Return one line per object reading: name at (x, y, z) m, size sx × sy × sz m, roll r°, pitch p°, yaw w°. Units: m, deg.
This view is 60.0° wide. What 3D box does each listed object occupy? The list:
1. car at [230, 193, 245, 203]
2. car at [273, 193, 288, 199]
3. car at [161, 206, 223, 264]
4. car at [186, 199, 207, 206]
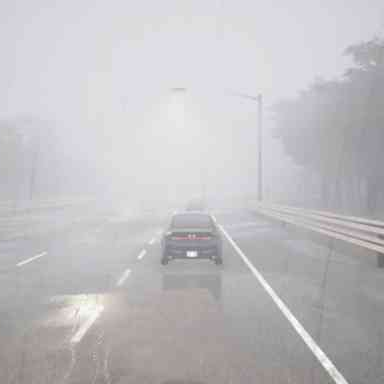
car at (8.746, 1.045, 63.009) m, size 2.097 × 1.767 × 4.553 m, roll 0°, pitch 0°, yaw 26°
car at (22.075, 0.915, 82.846) m, size 2.097 × 1.767 × 4.553 m, roll 0°, pitch 0°, yaw 45°
car at (-0.002, 1.450, 11.587) m, size 1.837 × 1.490 × 4.892 m, roll 0°, pitch 0°, yaw 0°
car at (0.481, 1.384, 34.270) m, size 2.033 × 1.411 × 5.357 m, roll 0°, pitch 0°, yaw 6°
